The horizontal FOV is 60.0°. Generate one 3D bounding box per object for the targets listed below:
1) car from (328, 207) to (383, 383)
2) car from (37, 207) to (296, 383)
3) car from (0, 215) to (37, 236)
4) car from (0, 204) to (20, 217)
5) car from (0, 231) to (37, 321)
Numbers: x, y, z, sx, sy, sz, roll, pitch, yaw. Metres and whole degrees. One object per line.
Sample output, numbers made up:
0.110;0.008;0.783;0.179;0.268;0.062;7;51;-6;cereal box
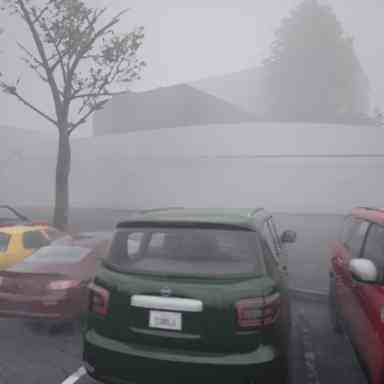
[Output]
2.919;1.232;3.694;2.435;2.045;5.566;0;-1;15;car
0.474;1.260;5.495;2.435;2.045;5.566;-1;-1;15;car
-4.394;1.566;9.109;1.946;1.575;5.366;-1;-1;15;car
-6.893;1.343;10.688;2.435;2.045;5.566;-1;-1;15;car
-1.990;1.579;7.195;2.002;1.452;4.674;-1;-1;15;car
